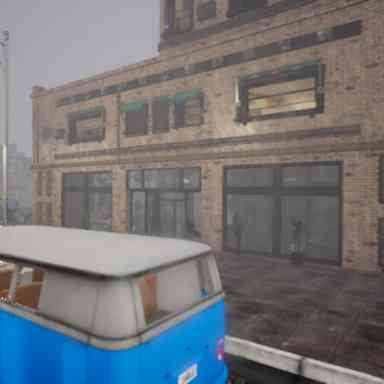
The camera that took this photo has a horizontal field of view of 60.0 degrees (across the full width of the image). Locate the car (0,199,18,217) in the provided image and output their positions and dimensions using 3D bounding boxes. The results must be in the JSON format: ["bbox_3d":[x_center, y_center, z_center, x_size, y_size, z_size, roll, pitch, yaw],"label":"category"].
[{"bbox_3d":[-21.499,1.709,35.137,2.192,1.841,5.009,0,-1,36],"label":"car"}]

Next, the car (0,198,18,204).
[{"bbox_3d":[-19.960,1.627,32.843,2.150,2.045,5.566,1,0,36],"label":"car"}]

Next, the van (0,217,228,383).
[{"bbox_3d":[-1.548,1.367,3.954,3.998,1.788,1.690,-1,1,35],"label":"van"}]

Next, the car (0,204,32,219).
[{"bbox_3d":[-14.733,2.025,30.192,1.947,1.339,4.313,0,-1,36],"label":"car"}]
